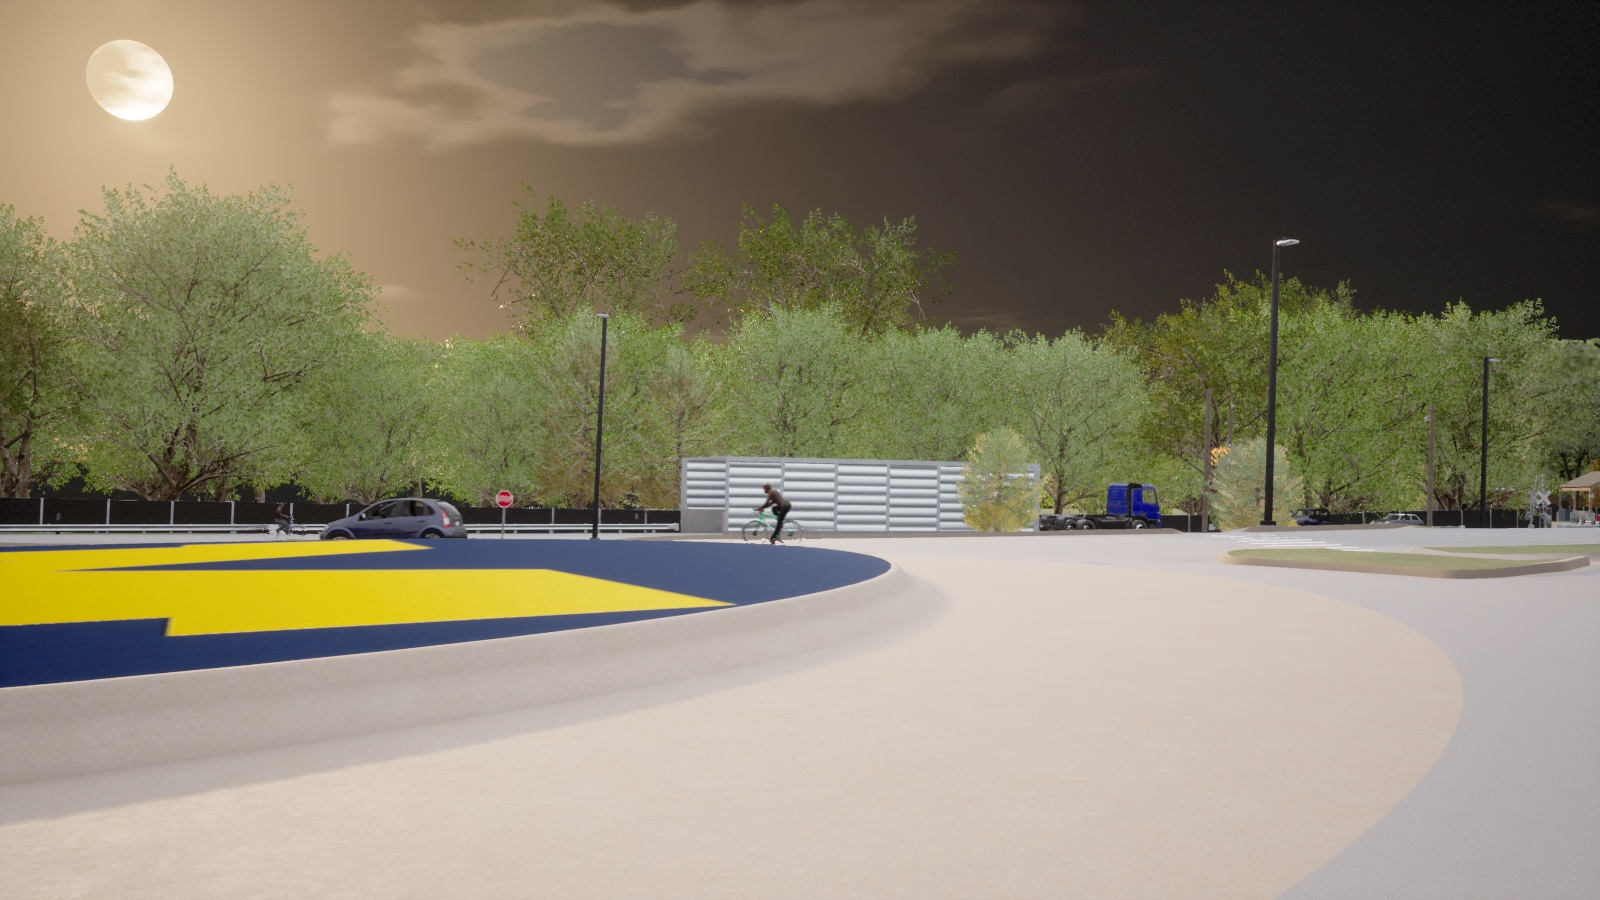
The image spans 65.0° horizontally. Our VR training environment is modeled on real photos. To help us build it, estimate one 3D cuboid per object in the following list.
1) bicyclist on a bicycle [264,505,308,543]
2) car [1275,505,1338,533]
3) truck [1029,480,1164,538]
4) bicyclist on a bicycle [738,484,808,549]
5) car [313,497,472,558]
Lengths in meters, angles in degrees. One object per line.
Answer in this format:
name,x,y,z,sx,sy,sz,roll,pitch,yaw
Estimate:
bicyclist on a bicycle,-24.400,3.521,59.658,1.843,1.776,0.659,2,-2,-27
car,35.738,4.847,88.592,3.866,1.878,1.905,1,-1,-21
truck,18.534,3.649,78.380,7.936,3.462,2.891,1,-1,-22
bicyclist on a bicycle,-0.689,1.663,31.668,1.656,1.620,0.582,-1,-2,21
car,-11.805,2.227,36.515,3.988,1.617,1.851,-2,-2,1
